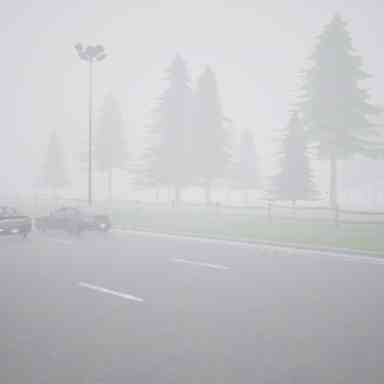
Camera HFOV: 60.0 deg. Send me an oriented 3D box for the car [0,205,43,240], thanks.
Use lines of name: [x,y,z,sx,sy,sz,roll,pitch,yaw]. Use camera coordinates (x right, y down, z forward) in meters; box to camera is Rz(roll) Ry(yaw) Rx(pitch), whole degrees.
car: [-9.074,1.328,14.772,4.902,1.511,2.128,1,0,36]

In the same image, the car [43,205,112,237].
car: [-6.051,1.375,16.912,4.674,1.442,1.812,1,0,36]
